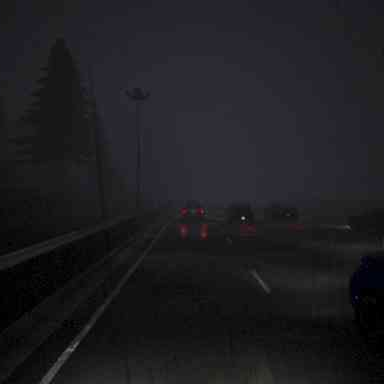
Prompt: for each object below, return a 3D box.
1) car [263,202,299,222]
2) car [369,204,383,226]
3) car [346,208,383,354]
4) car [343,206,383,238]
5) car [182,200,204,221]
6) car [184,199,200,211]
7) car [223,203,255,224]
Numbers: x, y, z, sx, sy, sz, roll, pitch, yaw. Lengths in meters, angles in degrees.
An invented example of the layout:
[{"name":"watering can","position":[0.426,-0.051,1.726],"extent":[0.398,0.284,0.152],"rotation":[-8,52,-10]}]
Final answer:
[{"name":"car","position":[7.097,1.570,27.009],"extent":[1.882,1.535,5.008],"rotation":[0,0,0]},{"name":"car","position":[14.097,1.602,22.418],"extent":[1.812,1.442,4.674],"rotation":[0,0,0]},{"name":"car","position":[3.599,1.232,2.984],"extent":[2.150,2.045,5.566],"rotation":[0,0,0]},{"name":"car","position":[10.598,1.610,18.385],"extent":[2.033,1.411,5.357],"rotation":[0,0,0]},{"name":"car","position":[0.092,1.557,28.423],"extent":[1.801,1.575,5.366],"rotation":[0,0,0]},{"name":"car","position":[0.041,1.715,44.155],"extent":[1.994,1.385,4.181],"rotation":[0,0,1]},{"name":"car","position":[3.598,1.593,25.760],"extent":[1.837,1.490,4.892],"rotation":[0,0,0]}]
